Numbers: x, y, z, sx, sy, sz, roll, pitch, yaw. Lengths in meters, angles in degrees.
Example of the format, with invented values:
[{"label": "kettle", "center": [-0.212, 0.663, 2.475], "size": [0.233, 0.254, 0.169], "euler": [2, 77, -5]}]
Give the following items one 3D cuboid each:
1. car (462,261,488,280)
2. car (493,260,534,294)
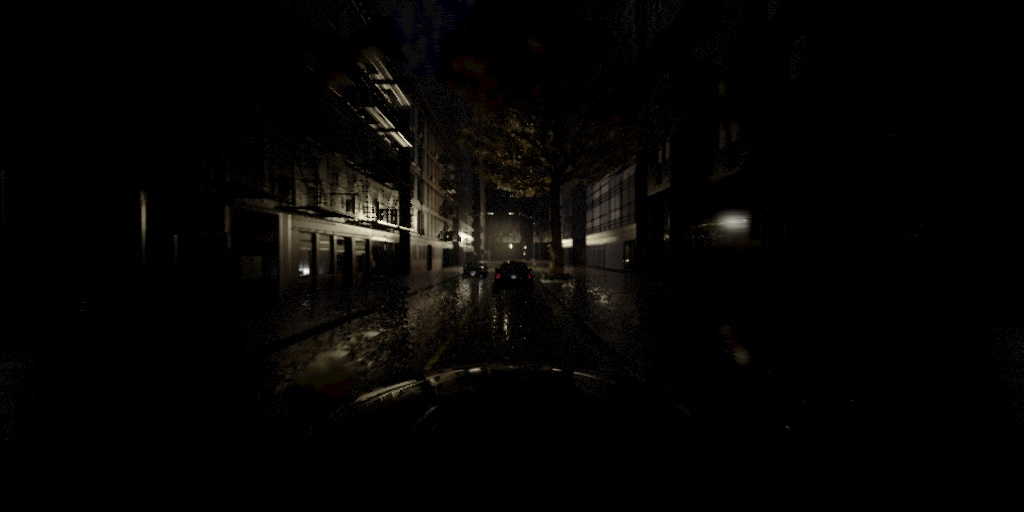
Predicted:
[{"label": "car", "center": [-3.094, 1.189, 30.869], "size": [2.128, 1.511, 4.902], "euler": [0, 0, 0]}, {"label": "car", "center": [0.089, 1.079, 20.241], "size": [2.097, 1.767, 4.553], "euler": [0, 0, 0]}]
